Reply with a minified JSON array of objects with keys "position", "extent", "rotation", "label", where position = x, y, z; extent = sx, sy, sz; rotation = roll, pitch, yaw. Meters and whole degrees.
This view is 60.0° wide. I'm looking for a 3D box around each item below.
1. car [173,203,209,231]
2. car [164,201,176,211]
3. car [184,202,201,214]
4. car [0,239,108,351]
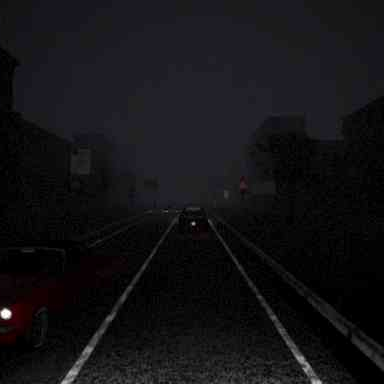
[{"position":[0.082,1.692,22.232],"extent":[2.128,1.511,4.902],"rotation":[0,0,0],"label":"car"},{"position":[-3.114,2.058,49.455],"extent":[2.033,1.411,5.357],"rotation":[0,-1,0],"label":"car"},{"position":[0.072,1.961,40.787],"extent":[1.895,1.301,4.718],"rotation":[0,-1,0],"label":"car"},{"position":[-3.110,1.666,6.417],"extent":[1.895,1.301,4.718],"rotation":[0,-1,0],"label":"car"}]
